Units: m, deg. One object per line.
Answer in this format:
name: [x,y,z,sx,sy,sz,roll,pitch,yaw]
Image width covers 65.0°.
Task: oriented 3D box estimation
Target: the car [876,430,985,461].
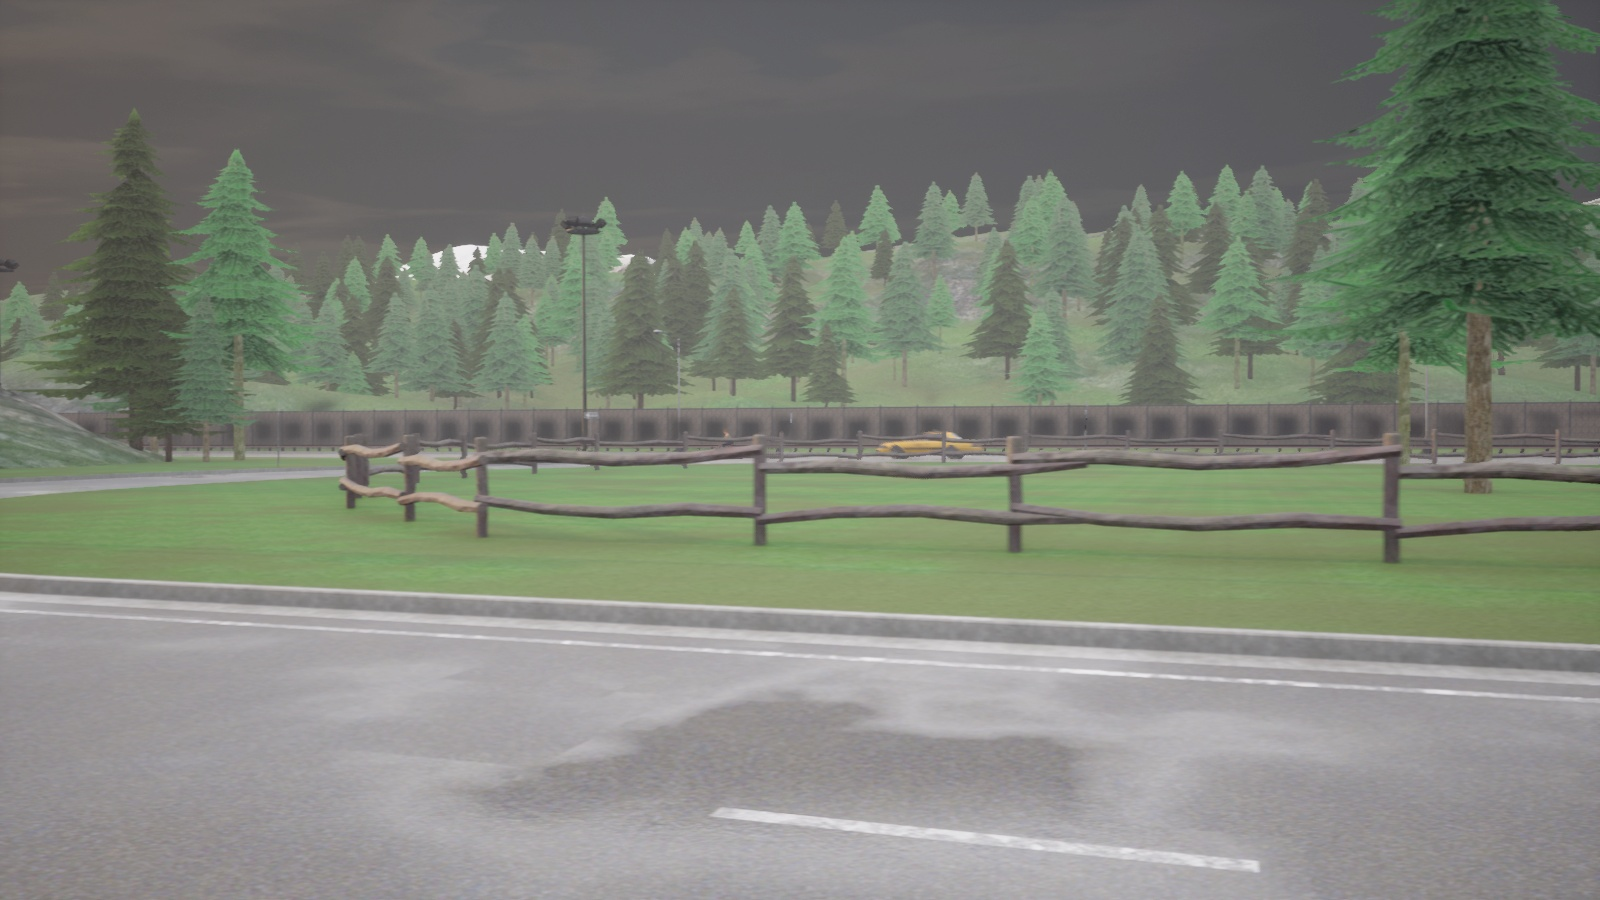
car: [6.754,-0.255,65.163,5.366,1.575,1.801,0,1,18]
